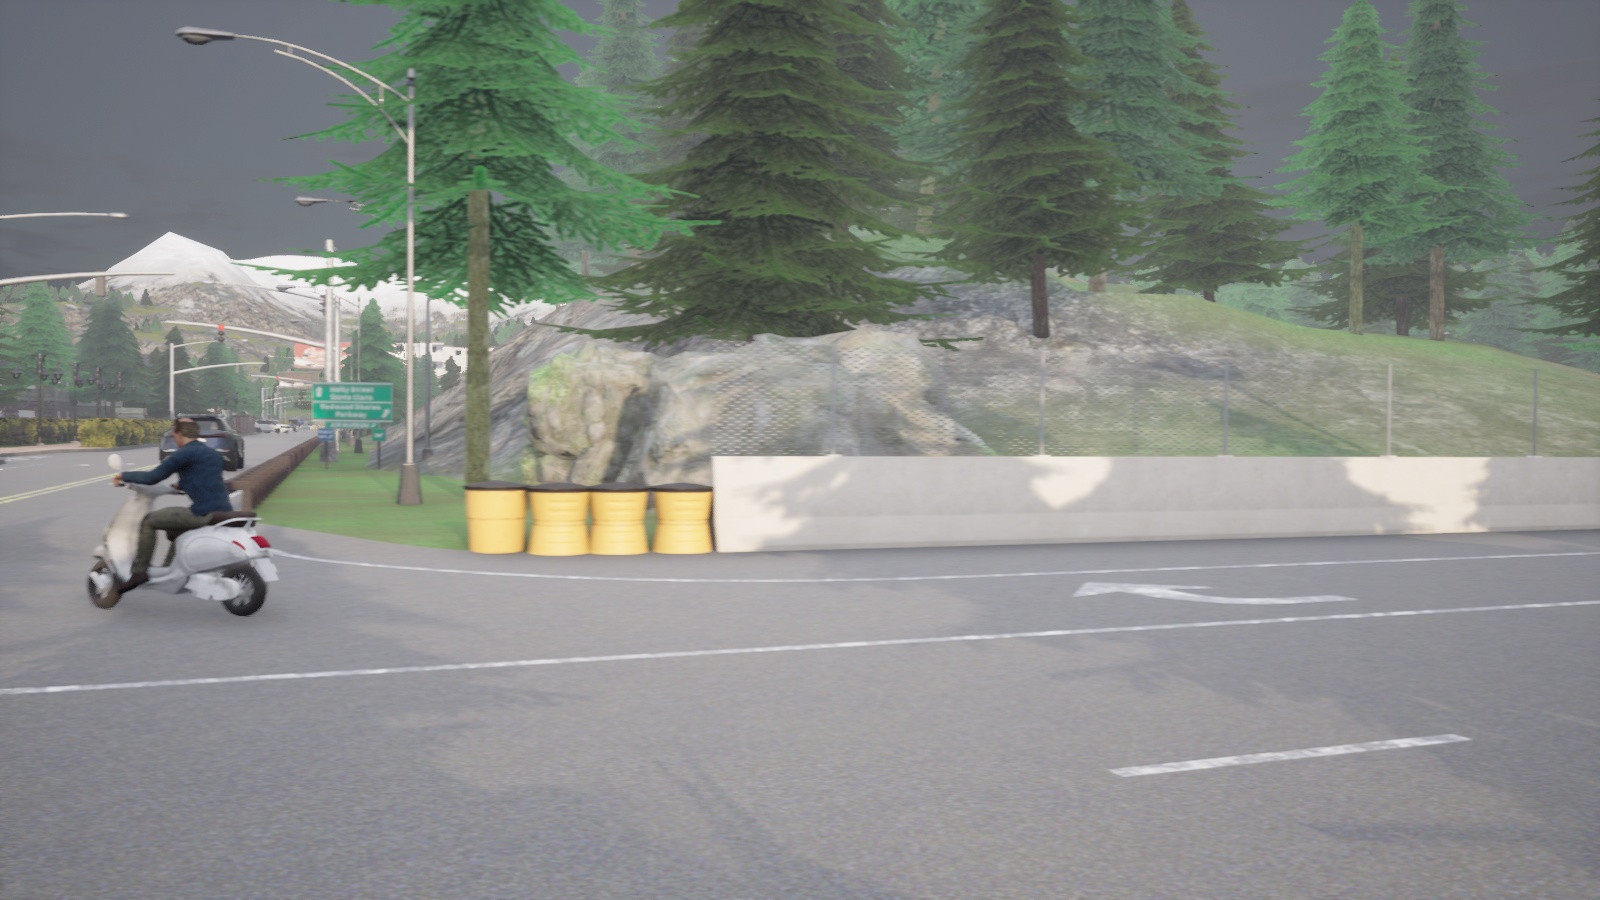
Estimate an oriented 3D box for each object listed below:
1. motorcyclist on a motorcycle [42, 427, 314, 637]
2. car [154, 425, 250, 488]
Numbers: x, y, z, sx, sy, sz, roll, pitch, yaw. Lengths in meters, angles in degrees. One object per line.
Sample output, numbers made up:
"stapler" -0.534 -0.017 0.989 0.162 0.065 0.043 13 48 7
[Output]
"motorcyclist on a motorcycle" -5.014 0.641 10.171 1.817 1.590 0.866 0 -2 15
"car" -17.042 0.134 36.003 2.033 1.649 4.856 -1 1 -20
